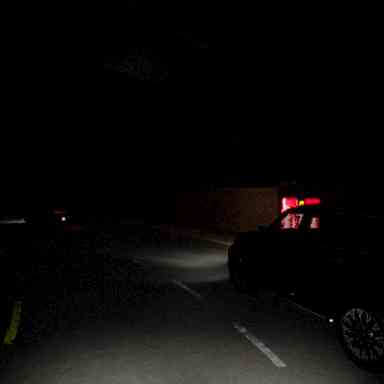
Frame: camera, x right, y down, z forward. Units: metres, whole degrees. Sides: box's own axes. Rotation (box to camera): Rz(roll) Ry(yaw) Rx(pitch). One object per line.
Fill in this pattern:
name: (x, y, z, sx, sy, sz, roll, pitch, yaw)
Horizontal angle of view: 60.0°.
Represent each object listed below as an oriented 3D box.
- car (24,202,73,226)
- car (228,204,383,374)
car: (-10.262, 1.505, 23.644, 4.892, 1.490, 1.837, 0, 0, 43)
car: (2.643, 1.219, 5.988, 2.150, 2.045, 5.566, 1, -1, -19)
